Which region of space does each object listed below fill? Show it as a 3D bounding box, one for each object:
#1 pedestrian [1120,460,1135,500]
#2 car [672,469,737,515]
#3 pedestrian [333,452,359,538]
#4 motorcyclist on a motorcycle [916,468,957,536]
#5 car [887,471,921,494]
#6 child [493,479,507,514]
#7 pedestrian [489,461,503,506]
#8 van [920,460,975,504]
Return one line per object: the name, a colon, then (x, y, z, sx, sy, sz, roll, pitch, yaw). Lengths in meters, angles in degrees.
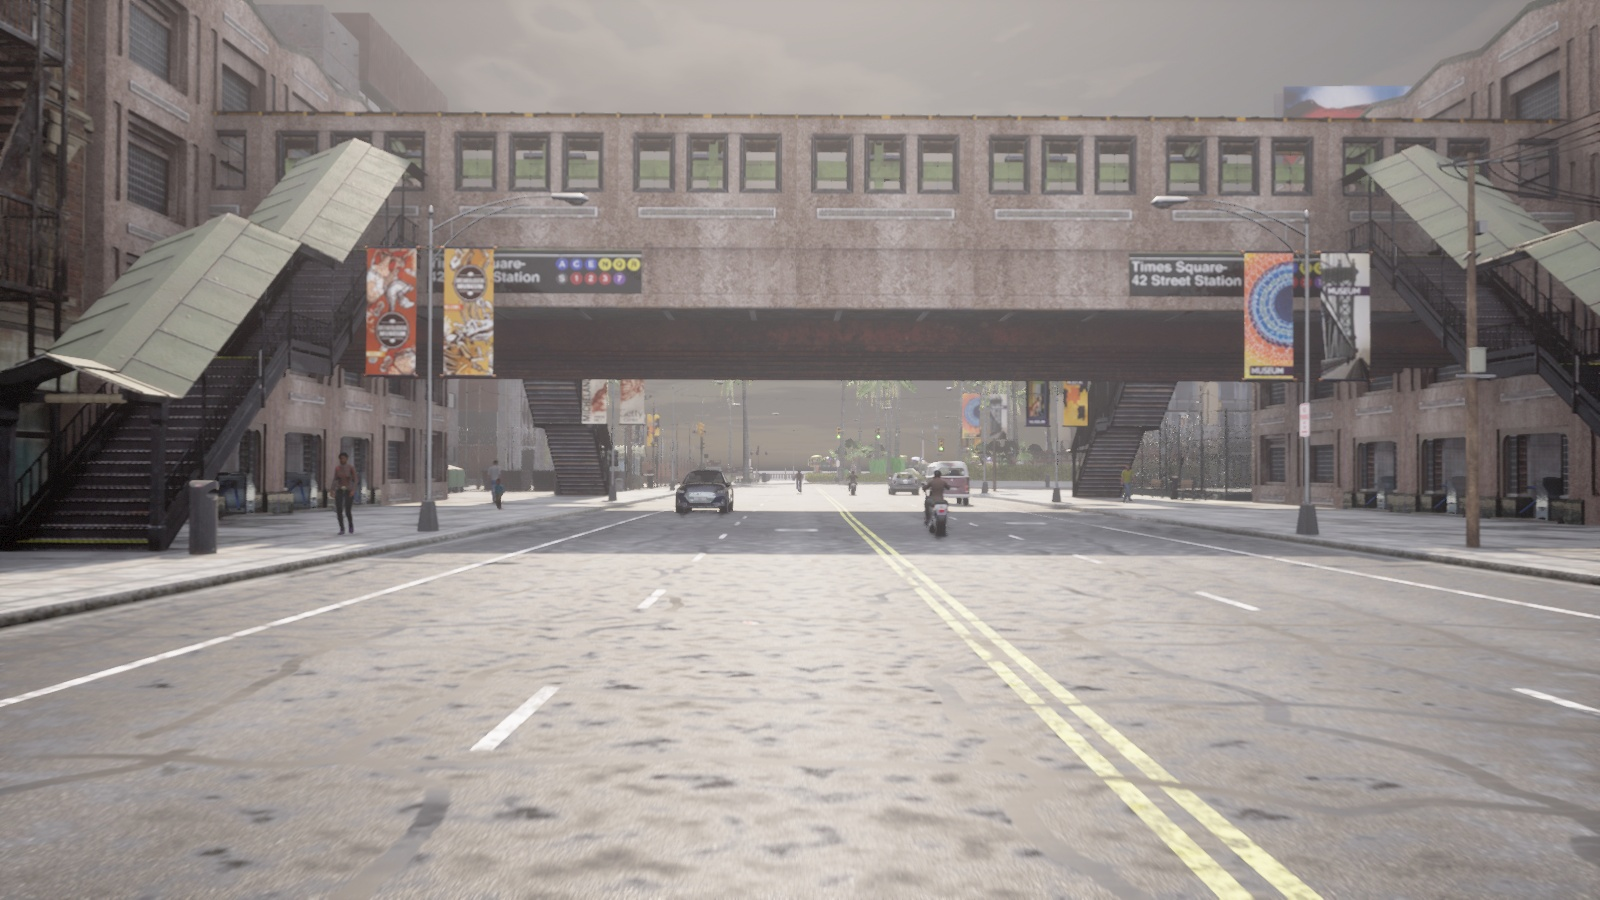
pedestrian: (15.158, 1.384, 58.141, 0.354, 1.836, 0.706, 0, -1, -11)
car: (-3.554, 1.553, 47.405, 2.033, 1.649, 4.856, 0, -1, 0)
pedestrian: (-9.757, 0.962, 26.985, 0.328, 1.805, 0.869, 0, -1, -6)
motorcyclist on a motorcycle: (3.424, 1.280, 31.598, 0.766, 1.649, 2.350, 0, -1, 0)
car: (6.959, 2.168, 84.563, 1.970, 1.475, 3.806, 0, -1, 0)
child: (-10.491, 1.629, 43.932, 0.343, 1.192, 0.448, 0, -1, 3)
pedestrian: (-12.654, 1.397, 52.283, 0.354, 1.836, 0.706, 0, -1, 7)
van: (6.996, 1.515, 60.017, 2.069, 2.038, 4.480, 0, -1, 0)
